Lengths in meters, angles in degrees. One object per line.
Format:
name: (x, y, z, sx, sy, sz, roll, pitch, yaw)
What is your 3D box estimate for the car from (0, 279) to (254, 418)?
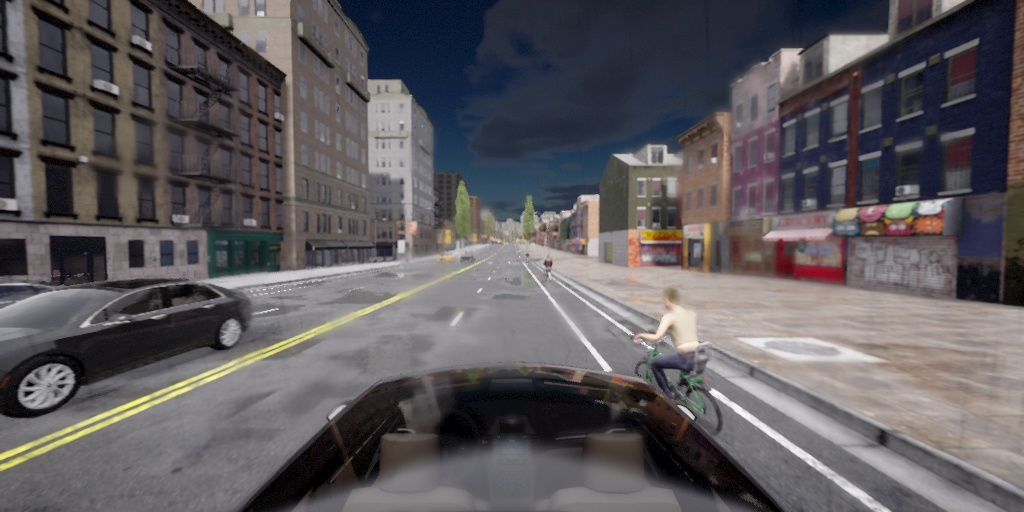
car: (-6.595, 1.190, 5.874, 1.837, 1.490, 4.892, 0, 1, 0)

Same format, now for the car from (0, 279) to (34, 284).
car: (-9.845, 1.175, 5.938, 2.128, 1.511, 4.902, 0, 1, 0)

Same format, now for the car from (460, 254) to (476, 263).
car: (-6.430, 0.343, 52.781, 2.033, 1.411, 5.357, 0, 1, 0)

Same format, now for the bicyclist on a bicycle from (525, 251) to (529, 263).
bicyclist on a bicycle: (2.185, 0.148, 51.643, 0.659, 1.776, 1.843, 0, 2, -6)

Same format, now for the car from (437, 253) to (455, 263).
car: (-9.680, 0.252, 52.783, 1.882, 1.535, 5.008, 0, 1, 0)

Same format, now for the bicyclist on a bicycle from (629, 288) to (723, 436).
bicyclist on a bicycle: (1.965, 1.182, 4.450, 0.866, 1.612, 1.509, -6, 3, -14)

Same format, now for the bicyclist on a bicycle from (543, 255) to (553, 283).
bicyclist on a bicycle: (2.141, 0.793, 21.666, 0.659, 1.776, 1.843, 0, 2, -7)
